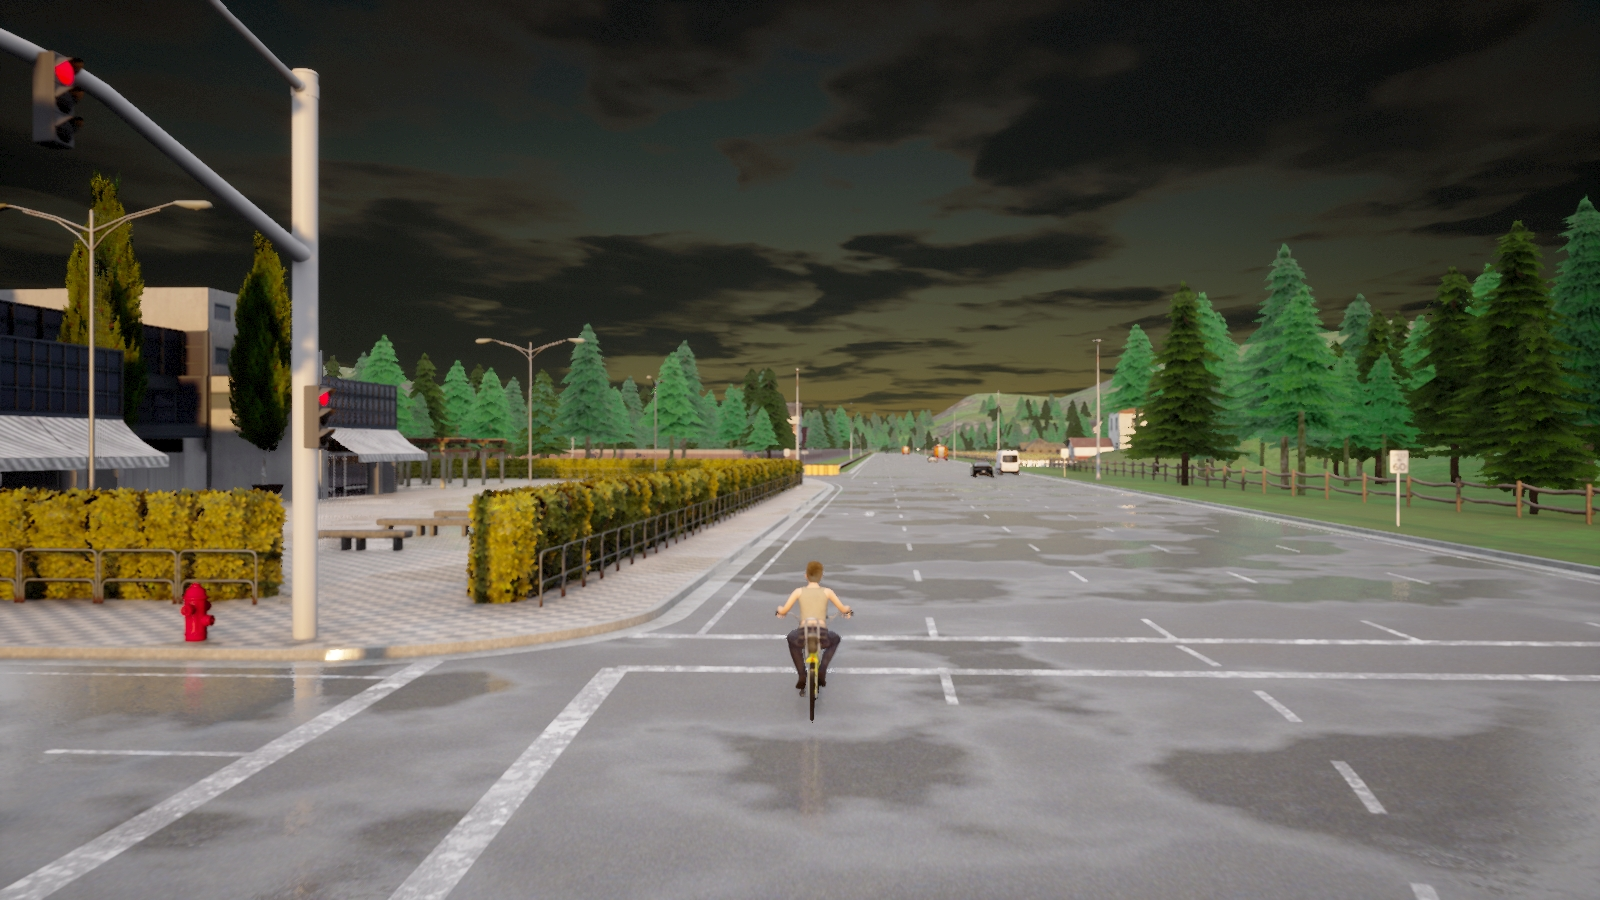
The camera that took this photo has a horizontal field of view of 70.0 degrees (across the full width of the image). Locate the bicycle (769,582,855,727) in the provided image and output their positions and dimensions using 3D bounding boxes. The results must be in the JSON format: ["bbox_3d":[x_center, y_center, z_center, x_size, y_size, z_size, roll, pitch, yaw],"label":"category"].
[{"bbox_3d":[0.147,2.135,12.183,0.859,1.276,1.487,0,0,2],"label":"bicycle"}]
